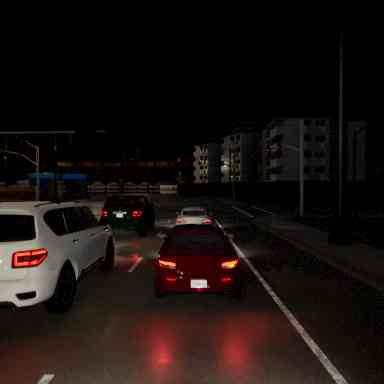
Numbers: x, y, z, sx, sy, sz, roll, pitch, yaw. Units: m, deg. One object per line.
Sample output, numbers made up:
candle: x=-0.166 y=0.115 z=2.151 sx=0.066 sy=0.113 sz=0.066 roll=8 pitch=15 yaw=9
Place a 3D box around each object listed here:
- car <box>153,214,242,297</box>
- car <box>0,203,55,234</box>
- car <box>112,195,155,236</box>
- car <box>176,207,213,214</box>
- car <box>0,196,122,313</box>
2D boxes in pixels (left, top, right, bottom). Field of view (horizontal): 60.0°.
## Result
car: x=0.118 y=1.521 z=8.423 sx=1.812 sy=1.442 sz=4.674 roll=0 pitch=0 yaw=0
car: x=-10.462 y=1.489 z=20.248 sx=2.033 sy=1.411 sz=5.357 roll=0 pitch=0 yaw=0
car: x=-3.355 y=1.179 z=18.139 sx=2.150 sy=2.045 sz=5.566 roll=0 pitch=0 yaw=0
car: x=0.112 y=1.490 z=17.510 sx=1.812 sy=1.442 sz=4.674 roll=0 pitch=0 yaw=1
car: x=-3.385 y=1.217 z=7.780 sx=2.150 sy=2.045 sz=5.566 roll=0 pitch=0 yaw=0
